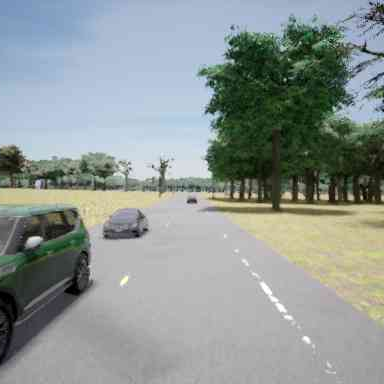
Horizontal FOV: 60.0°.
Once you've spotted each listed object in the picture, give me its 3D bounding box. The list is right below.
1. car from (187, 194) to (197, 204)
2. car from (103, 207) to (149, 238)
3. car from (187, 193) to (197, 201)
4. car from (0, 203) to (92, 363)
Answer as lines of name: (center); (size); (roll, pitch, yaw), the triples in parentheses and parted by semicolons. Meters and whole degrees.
car: (0.015, 1.406, 63.719); (1.882, 1.535, 5.008); (0, 1, 0)
car: (-3.531, 1.608, 18.536); (1.812, 1.442, 4.674); (0, 0, 1)
car: (0.017, 1.134, 74.134); (2.128, 1.511, 4.902); (0, 1, 0)
car: (-3.532, 1.258, 5.961); (2.150, 2.045, 5.566); (0, -1, 0)
